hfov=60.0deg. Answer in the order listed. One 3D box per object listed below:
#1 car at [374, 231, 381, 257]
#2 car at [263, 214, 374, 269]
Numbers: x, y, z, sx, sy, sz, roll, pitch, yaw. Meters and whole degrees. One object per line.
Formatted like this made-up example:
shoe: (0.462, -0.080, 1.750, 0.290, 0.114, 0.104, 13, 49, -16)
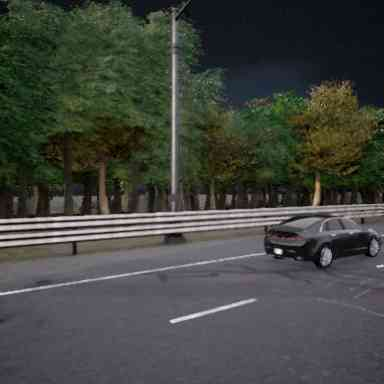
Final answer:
car: (6.875, 1.536, 8.652, 4.674, 1.442, 1.812, 0, 0, -36)
car: (4.531, 1.515, 11.288, 4.892, 1.490, 1.837, 0, 0, -36)
